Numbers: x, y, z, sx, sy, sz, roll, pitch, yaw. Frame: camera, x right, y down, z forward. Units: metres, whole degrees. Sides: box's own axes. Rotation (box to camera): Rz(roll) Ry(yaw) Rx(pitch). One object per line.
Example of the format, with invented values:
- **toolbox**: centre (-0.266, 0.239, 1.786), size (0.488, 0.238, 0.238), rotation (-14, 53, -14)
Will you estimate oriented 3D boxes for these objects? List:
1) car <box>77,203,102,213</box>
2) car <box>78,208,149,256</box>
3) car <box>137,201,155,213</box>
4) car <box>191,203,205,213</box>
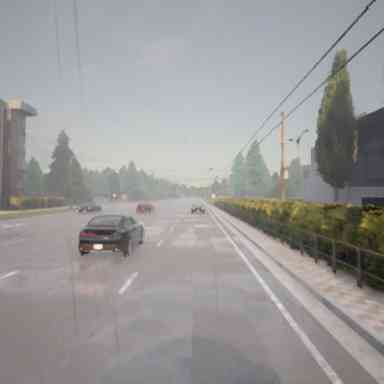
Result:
- **car**: centre (-13.210, 2.057, 43.330), size (1.895, 1.301, 4.718), rotation (0, -1, 1)
- **car**: centre (-3.210, 1.664, 13.945), size (1.837, 1.490, 4.892), rotation (1, 0, 1)
- **car**: centre (-6.182, 2.014, 44.748), size (1.882, 1.535, 5.008), rotation (0, -1, 1)
- **car**: centre (0.836, 2.213, 45.742), size (1.895, 1.301, 4.718), rotation (0, -1, 1)
